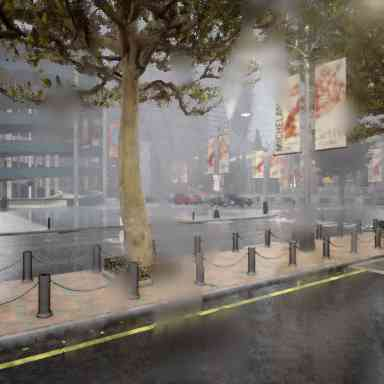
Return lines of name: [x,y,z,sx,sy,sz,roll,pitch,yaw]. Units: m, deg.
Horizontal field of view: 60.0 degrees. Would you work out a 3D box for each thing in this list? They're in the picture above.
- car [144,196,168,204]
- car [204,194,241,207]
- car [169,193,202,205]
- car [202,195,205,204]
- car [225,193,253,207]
car: [-7.692,1.505,66.427,4.892,1.490,1.837,0,0,43]
car: [4.572,1.491,50.696,2.128,1.511,4.902,0,0,-35]
car: [-1.175,1.221,58.707,2.150,2.045,5.566,0,0,-36]
car: [1.486,1.352,60.933,2.097,1.767,4.553,0,0,-37]
car: [7.184,1.221,53.067,2.150,2.045,5.566,0,0,-36]
